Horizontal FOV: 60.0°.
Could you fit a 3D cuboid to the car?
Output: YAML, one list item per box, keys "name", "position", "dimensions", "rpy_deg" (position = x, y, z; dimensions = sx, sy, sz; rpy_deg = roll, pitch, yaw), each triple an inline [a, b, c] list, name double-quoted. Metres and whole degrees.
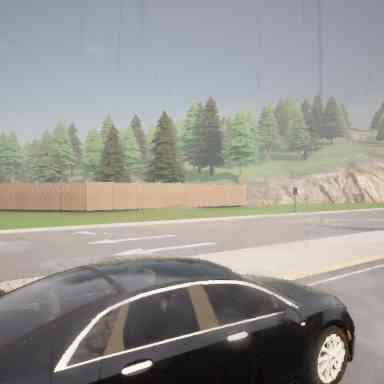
- name: "car"
  position: [-0.138, 1.504, 3.654]
  dimensions: [4.892, 1.490, 1.837]
  rpy_deg: [0, 0, -35]
